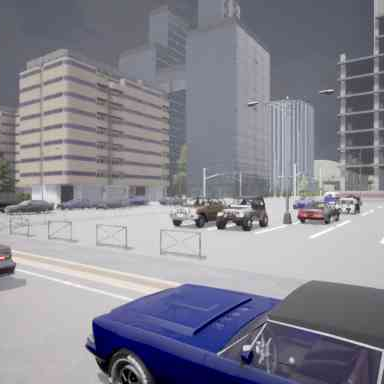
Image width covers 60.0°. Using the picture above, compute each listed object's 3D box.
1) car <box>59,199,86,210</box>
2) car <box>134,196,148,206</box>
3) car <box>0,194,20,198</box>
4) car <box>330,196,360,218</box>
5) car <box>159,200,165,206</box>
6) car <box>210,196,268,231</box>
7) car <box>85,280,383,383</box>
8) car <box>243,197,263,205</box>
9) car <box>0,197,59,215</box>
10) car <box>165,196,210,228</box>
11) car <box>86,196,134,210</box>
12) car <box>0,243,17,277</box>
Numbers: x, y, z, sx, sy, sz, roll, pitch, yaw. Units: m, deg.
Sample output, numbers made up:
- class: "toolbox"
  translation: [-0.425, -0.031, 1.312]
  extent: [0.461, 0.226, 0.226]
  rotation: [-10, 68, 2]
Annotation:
- class: "car"
  translation: [-14.549, 1.547, 42.539]
  extent: [2.033, 1.411, 5.357]
  rotation: [0, 0, 34]
- class: "car"
  translation: [-8.870, 1.352, 50.934]
  extent: [2.097, 1.767, 4.553]
  rotation: [0, 0, 35]
- class: "car"
  translation: [-20.259, 1.222, 34.031]
  extent: [2.150, 2.045, 5.566]
  rotation: [0, 0, 34]
- class: "car"
  translation: [15.038, 1.395, 32.232]
  extent: [1.970, 1.475, 3.806]
  rotation: [0, 0, 34]
- class: "car"
  translation: [-2.988, 1.547, 53.427]
  extent: [2.033, 1.411, 5.357]
  rotation: [0, 0, 34]
- class: "car"
  translation: [3.012, 1.156, 19.279]
  extent: [1.905, 1.878, 3.866]
  rotation: [0, 0, 34]
- class: "car"
  translation: [1.120, 1.601, 3.191]
  extent: [4.718, 1.301, 1.895]
  rotation: [0, 0, 35]
- class: "car"
  translation: [11.358, 1.601, 61.948]
  extent: [1.895, 1.301, 4.718]
  rotation: [0, 0, 35]
- class: "car"
  translation: [-16.312, 1.526, 33.593]
  extent: [1.812, 1.442, 4.674]
  rotation: [0, 0, 34]
- class: "car"
  translation: [0.645, 1.153, 20.945]
  extent: [1.932, 1.855, 4.605]
  rotation: [0, 0, 34]
- class: "car"
  translation: [-10.364, 1.548, 42.488]
  extent: [2.033, 1.411, 5.357]
  rotation: [0, 0, 34]
- class: "car"
  translation: [-6.724, 1.547, 8.707]
  extent: [5.357, 1.411, 2.033]
  rotation: [0, 0, 35]
